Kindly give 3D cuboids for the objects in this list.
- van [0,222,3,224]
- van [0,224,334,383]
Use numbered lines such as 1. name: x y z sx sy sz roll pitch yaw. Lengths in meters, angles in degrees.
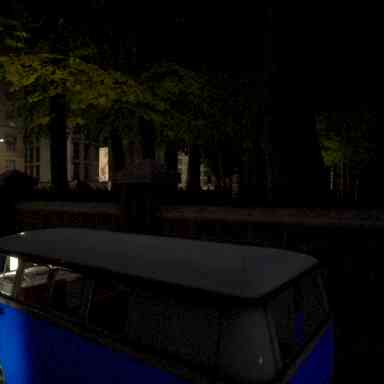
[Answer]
1. van: -5.278 1.340 6.657 3.998 1.788 1.690 0 0 36
2. van: -0.687 1.341 3.351 3.998 1.788 1.690 0 0 36
